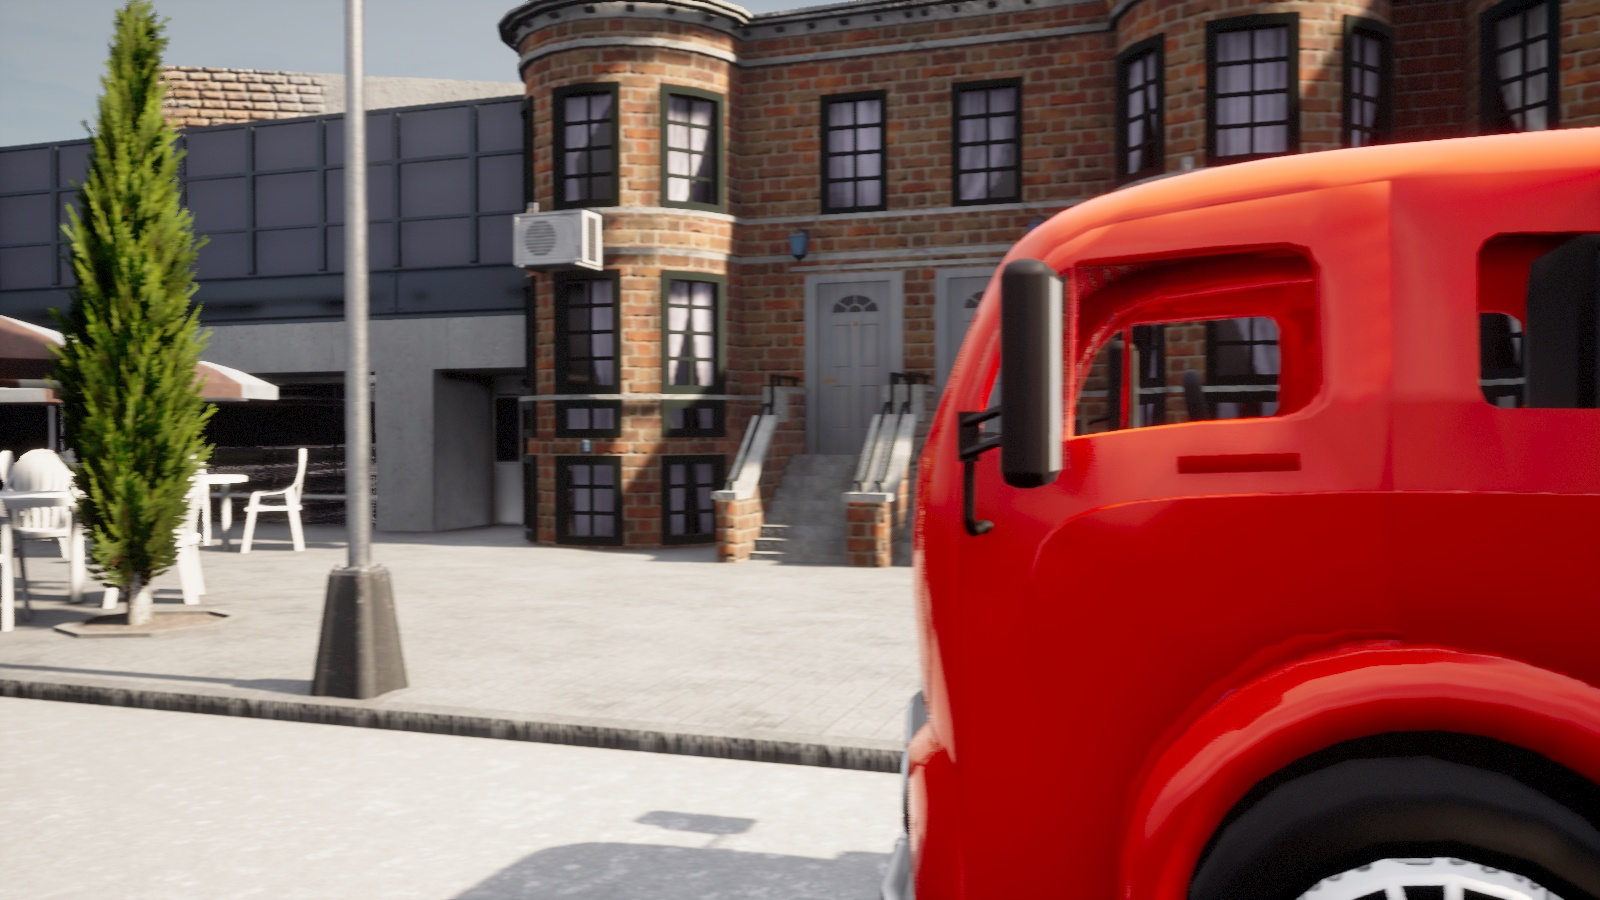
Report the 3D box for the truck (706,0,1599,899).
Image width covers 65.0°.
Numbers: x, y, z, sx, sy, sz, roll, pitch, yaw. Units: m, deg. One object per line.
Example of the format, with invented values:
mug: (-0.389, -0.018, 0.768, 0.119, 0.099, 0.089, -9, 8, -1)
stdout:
truck: (2.707, 0.305, 2.802, 5.204, 2.467, 2.627, 1, 1, 19)
